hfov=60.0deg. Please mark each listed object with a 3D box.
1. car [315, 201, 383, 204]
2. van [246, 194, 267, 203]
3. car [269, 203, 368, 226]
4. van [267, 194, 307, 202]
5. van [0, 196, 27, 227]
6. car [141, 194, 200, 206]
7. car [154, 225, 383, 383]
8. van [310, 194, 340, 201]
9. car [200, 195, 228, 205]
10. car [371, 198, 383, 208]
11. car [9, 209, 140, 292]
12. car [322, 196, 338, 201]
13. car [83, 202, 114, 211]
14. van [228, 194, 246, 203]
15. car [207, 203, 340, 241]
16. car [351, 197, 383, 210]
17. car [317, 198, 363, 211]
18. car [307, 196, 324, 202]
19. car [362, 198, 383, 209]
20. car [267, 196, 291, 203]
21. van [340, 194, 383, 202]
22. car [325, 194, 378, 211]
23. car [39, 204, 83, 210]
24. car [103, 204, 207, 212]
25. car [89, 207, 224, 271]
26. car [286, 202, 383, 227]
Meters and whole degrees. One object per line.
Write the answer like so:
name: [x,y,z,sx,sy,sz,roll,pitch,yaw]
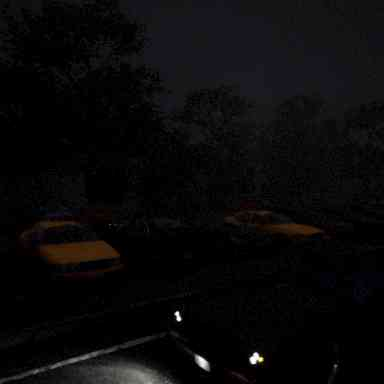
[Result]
car: [9.866,1.488,19.158,2.163,1.488,4.792,0,0,-35]
van: [4.532,1.225,31.591,1.878,1.987,4.442,0,0,-35]
car: [5.339,1.499,15.944,2.163,1.488,4.792,0,0,-35]
van: [9.192,1.216,34.624,1.878,1.987,4.442,0,0,-36]
van: [-11.382,1.265,20.292,1.878,1.987,4.442,0,0,-35]
car: [-2.160,1.216,26.662,2.435,2.045,5.566,0,0,-35]
car: [2.280,1.532,5.308,5.357,1.411,2.033,0,0,-35]
van: [15.719,1.235,39.534,1.878,1.987,4.442,0,0,-35]
car: [0.099,1.211,28.266,2.435,2.045,5.566,0,0,-35]
car: [29.454,1.600,49.107,2.163,1.488,4.792,0,0,-35]
car: [-3.625,1.489,9.388,1.946,1.575,5.366,0,0,-35]
car: [13.509,1.478,37.857,2.163,1.488,4.792,0,0,-35]
car: [-6.691,1.479,23.473,2.097,1.535,5.008,0,0,-35]
van: [2.408,1.230,29.797,1.878,1.987,4.442,0,0,-35]
car: [3.165,1.472,14.209,1.946,1.575,5.366,0,0,-35]
car: [25.027,1.530,45.772,1.946,1.575,5.366,0,0,-35]
car: [18.161,1.508,41.090,2.163,1.488,4.792,0,0,-35]
car: [11.357,1.472,36.329,2.163,1.488,4.792,0,0,-35]
car: [27.180,1.592,47.525,2.002,1.452,4.674,0,0,-35]
car: [6.855,1.445,33.104,2.097,1.535,5.008,0,0,-35]
van: [12.045,1.227,20.884,1.878,1.987,4.442,0,0,-35]
car: [20.388,1.245,42.741,2.435,2.045,5.566,0,0,-35]
car: [-9.056,1.525,21.804,2.002,1.452,4.674,0,0,-35]
car: [-1.447,1.546,16.552,5.357,1.411,2.033,0,0,-36]
car: [-1.466,1.487,11.141,2.231,1.521,4.892,0,0,-35]
car: [7.602,1.493,17.551,2.163,1.488,4.792,0,0,-35]
